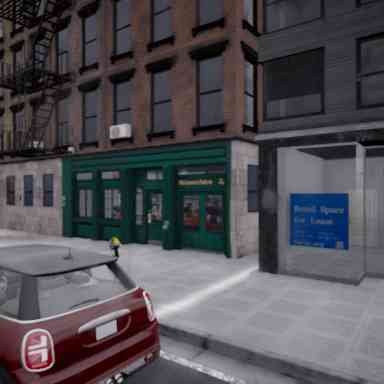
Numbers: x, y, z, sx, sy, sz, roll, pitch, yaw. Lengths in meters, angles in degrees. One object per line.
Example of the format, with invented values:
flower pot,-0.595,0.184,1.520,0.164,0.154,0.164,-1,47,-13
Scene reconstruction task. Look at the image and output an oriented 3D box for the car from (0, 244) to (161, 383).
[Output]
car,-2.460,1.456,4.572,4.097,1.590,1.967,0,0,36
